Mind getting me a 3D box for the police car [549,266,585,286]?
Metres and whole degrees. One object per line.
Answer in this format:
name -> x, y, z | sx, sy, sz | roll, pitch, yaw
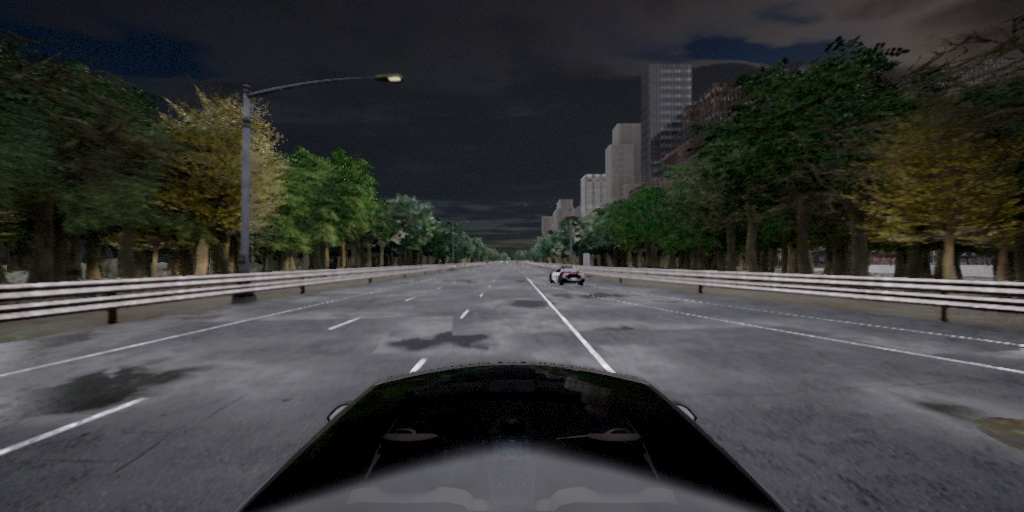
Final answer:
police car -> 4.446, 1.636, 30.009 | 2.038, 1.542, 4.974 | 0, -1, -8
